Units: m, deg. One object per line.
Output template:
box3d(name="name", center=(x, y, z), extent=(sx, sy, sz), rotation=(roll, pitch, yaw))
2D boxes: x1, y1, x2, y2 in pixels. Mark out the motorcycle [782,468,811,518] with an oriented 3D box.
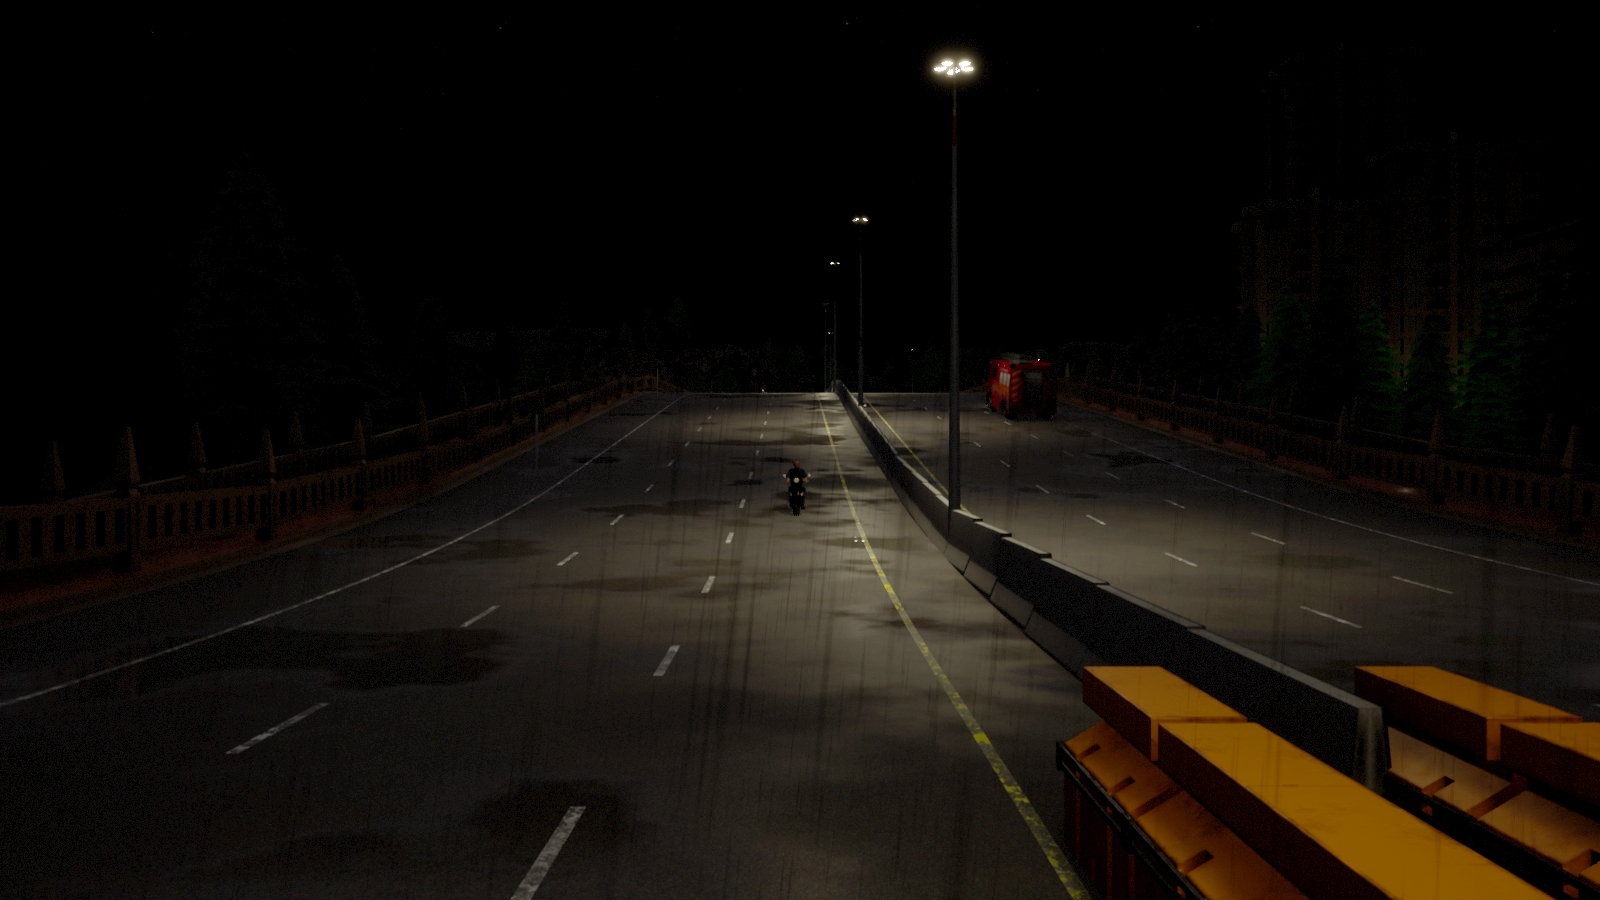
box3d(name="motorcycle", center=(-0.098, 1.277, 34.667), extent=(0.856, 1.316, 1.805), rotation=(0, 5, 0))
